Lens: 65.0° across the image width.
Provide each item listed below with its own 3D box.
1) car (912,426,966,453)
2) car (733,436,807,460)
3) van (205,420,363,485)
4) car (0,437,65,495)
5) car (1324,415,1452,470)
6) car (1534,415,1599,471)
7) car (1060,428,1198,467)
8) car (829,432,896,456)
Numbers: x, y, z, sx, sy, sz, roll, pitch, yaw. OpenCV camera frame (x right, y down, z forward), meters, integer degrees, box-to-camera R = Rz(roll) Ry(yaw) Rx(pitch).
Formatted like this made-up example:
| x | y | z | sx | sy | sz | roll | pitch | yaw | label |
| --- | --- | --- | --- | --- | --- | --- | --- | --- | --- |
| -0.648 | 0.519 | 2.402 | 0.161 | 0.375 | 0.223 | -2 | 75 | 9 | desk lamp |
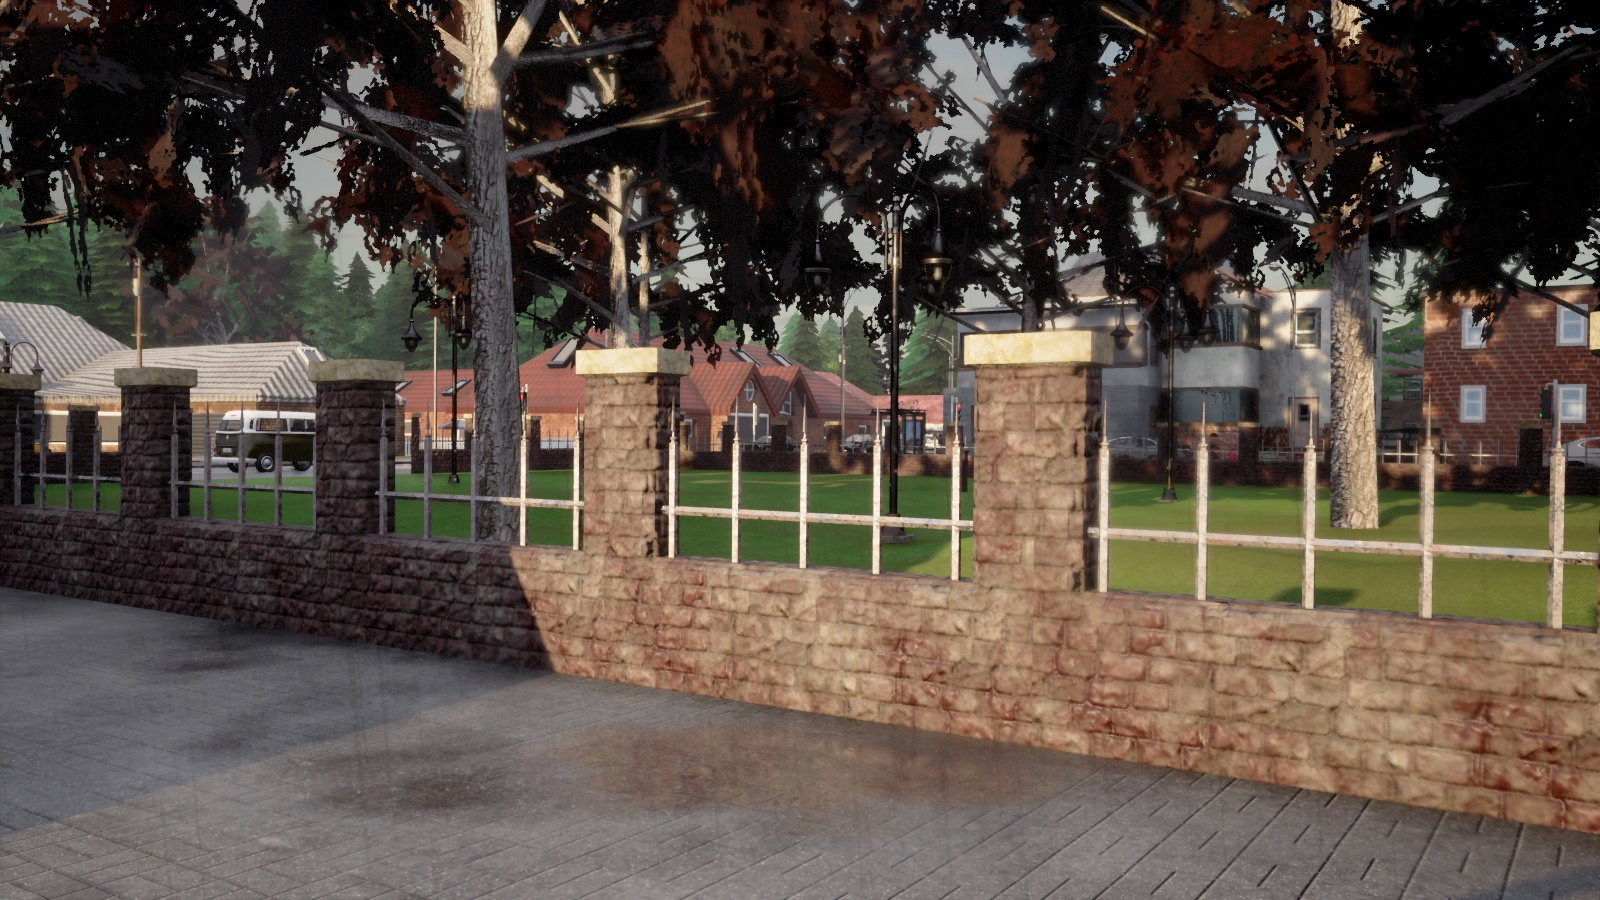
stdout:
| x | y | z | sx | sy | sz | roll | pitch | yaw | label |
| --- | --- | --- | --- | --- | --- | --- | --- | --- | --- |
| 9.981 | -0.773 | 89.990 | 1.932 | 1.855 | 4.605 | 0 | 1 | 34 | car |
| -1.662 | -0.143 | 72.475 | 1.895 | 1.301 | 4.718 | 0 | 1 | 34 | car |
| -17.129 | 0.038 | 41.871 | 2.069 | 2.038 | 4.480 | 0 | 1 | 32 | van |
| -22.672 | 0.457 | 33.476 | 1.882 | 1.535 | 5.008 | 0 | 1 | 32 | car |
| 20.905 | -0.272 | 44.696 | 3.866 | 1.878 | 1.905 | 0 | 1 | 34 | car |
| 24.872 | -0.228 | 37.518 | 5.027 | 1.651 | 2.152 | 0 | 1 | 29 | car |
| 13.053 | -0.112 | 49.923 | 4.902 | 1.511 | 2.128 | 0 | 1 | 34 | car |
| 4.084 | -0.414 | 81.119 | 2.163 | 1.488 | 4.792 | 0 | 1 | 34 | car |
